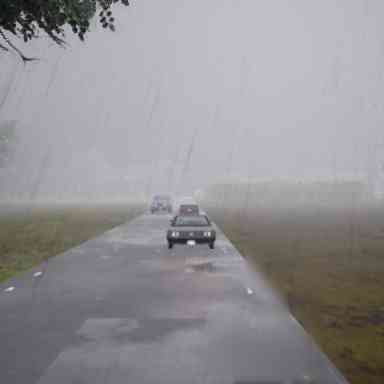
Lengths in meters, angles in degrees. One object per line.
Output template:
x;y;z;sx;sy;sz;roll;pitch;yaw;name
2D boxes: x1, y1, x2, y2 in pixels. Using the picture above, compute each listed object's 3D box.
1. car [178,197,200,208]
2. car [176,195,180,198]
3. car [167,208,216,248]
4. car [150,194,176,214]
-0.267;1.520;32.959;1.882;1.535;5.008;0;0;-1;car
-3.622;1.568;77.423;1.837;1.490;4.892;0;0;-1;car
-0.046;1.610;14.681;1.895;1.301;4.718;0;0;-1;car
-3.243;1.265;36.523;2.150;2.045;5.566;0;0;-1;car
